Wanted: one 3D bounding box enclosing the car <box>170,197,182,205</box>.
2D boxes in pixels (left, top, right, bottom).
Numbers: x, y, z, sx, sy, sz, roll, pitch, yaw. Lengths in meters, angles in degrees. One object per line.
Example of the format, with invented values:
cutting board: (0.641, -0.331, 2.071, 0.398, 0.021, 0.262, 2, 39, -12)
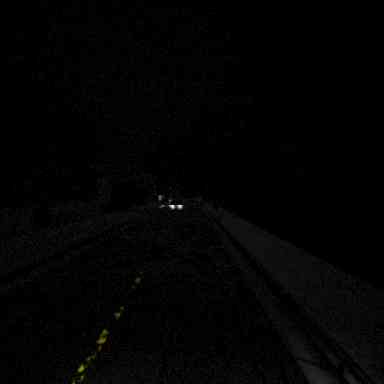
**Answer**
car: (-2.730, 1.642, 58.433, 1.994, 1.385, 4.181, 0, 0, 0)
